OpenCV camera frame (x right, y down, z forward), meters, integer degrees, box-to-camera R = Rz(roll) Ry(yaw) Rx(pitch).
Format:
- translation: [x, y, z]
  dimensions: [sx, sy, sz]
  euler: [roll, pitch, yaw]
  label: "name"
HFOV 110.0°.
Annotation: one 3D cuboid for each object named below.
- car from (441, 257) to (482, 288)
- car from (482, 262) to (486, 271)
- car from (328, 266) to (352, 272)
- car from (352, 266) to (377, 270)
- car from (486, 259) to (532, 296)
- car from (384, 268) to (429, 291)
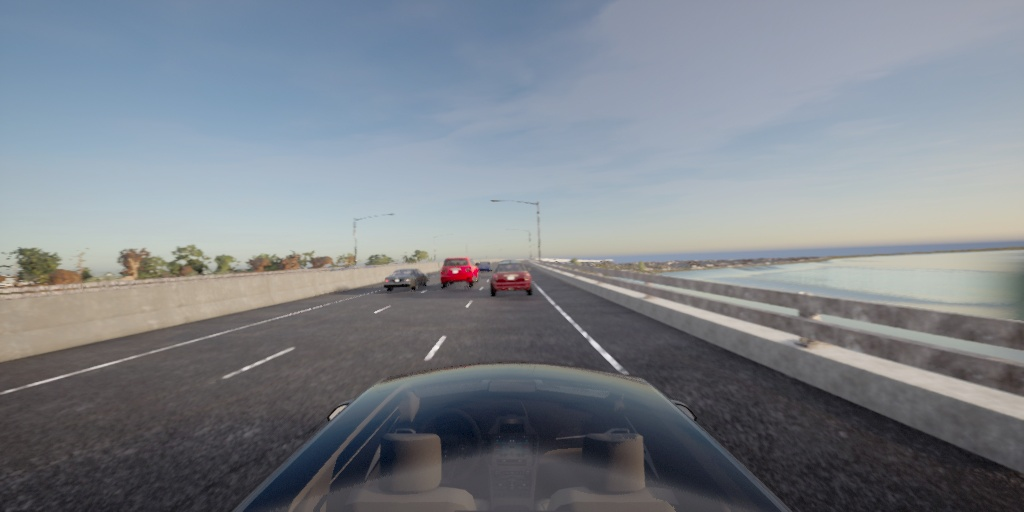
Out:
- translation: [-3.634, 1.099, 25.580]
  dimensions: [2.150, 2.045, 5.566]
  euler: [-2, 0, 0]
  label: "car"
- translation: [-3.670, 1.455, 48.895]
  dimensions: [1.994, 1.385, 4.181]
  euler: [-2, 0, 0]
  label: "car"
- translation: [-21.336, 2.074, 46.701]
  dimensions: [2.128, 1.511, 4.902]
  euler: [-2, 0, 1]
  label: "car"
- translation: [-17.846, 1.969, 45.036]
  dimensions: [1.812, 1.442, 4.674]
  euler: [-2, 0, 0]
  label: "car"
- translation: [-0.072, 1.091, 19.673]
  dimensions: [2.097, 1.767, 4.553]
  euler: [-2, 0, -1]
  label: "car"
- translation: [-7.105, 1.561, 24.567]
  dimensions: [2.033, 1.411, 5.357]
  euler: [-2, 0, -1]
  label: "car"
